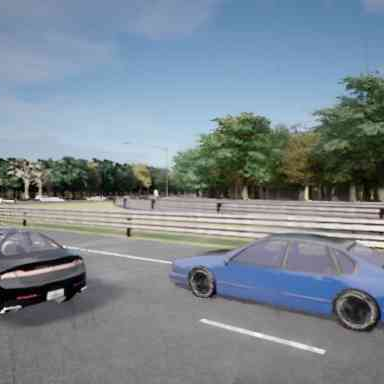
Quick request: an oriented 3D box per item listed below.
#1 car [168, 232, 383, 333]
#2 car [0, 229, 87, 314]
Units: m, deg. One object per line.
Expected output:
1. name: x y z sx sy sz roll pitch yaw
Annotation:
1. car: 2.056 1.569 6.837 5.357 1.411 2.033 -1 0 36
2. car: -4.296 1.556 7.108 4.902 1.511 2.128 -1 0 36
